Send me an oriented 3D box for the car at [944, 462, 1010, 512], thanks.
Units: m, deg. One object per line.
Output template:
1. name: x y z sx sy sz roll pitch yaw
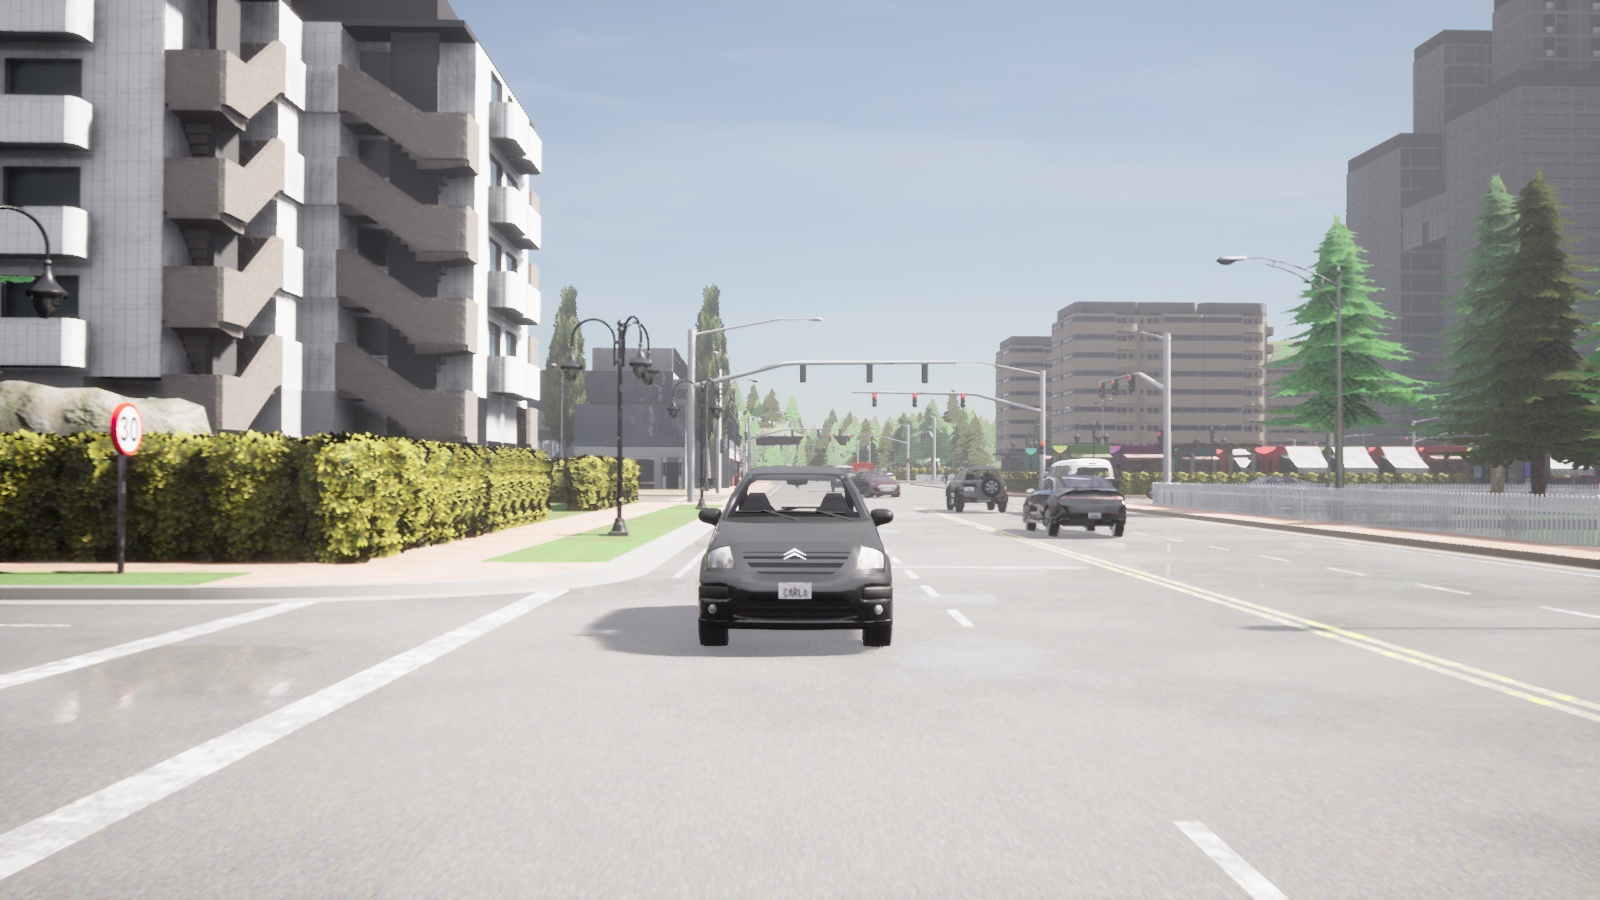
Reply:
1. car: 6.878 1.427 49.155 1.932 1.855 4.605 0 -1 0

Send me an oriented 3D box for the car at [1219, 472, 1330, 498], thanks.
1. car: 26.227 1.921 69.505 5.357 1.411 2.033 0 -1 -1

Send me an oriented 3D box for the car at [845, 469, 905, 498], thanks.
1. car: 4.415 1.977 74.645 2.033 1.649 4.856 0 -1 -16

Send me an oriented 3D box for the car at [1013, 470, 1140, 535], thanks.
1. car: 6.922 1.278 31.968 2.128 1.511 4.902 0 -1 0

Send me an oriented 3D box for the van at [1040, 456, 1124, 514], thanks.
1. van: 10.386 1.276 46.568 2.069 2.038 4.480 0 -1 0

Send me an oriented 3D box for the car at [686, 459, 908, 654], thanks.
1. car: -0.031 0.922 12.501 1.851 1.617 3.988 0 -1 0
